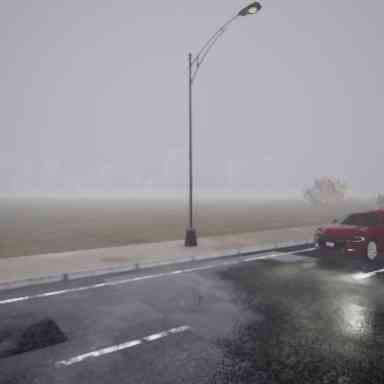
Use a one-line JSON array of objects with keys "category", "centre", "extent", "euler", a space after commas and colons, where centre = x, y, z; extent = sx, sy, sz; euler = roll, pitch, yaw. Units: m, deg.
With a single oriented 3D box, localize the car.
[{"category": "car", "centre": [6.556, 1.429, 12.345], "extent": [5.008, 1.535, 1.882], "euler": [0, 0, -35]}]
